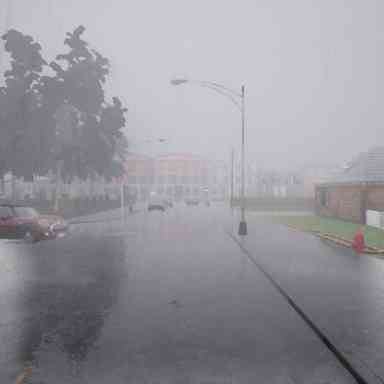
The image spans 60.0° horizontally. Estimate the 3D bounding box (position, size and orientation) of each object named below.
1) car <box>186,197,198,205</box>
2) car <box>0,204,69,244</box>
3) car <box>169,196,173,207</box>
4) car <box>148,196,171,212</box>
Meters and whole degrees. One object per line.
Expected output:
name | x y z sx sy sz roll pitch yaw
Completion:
car | 0.051 1.562 58.281 1.994 1.385 4.181 0 0 -2
car | -8.064 1.351 15.389 4.553 1.767 2.097 0 0 10
car | -4.008 1.351 49.847 2.097 1.767 4.553 0 0 1
car | -4.053 1.547 39.699 2.033 1.411 5.357 0 0 0
